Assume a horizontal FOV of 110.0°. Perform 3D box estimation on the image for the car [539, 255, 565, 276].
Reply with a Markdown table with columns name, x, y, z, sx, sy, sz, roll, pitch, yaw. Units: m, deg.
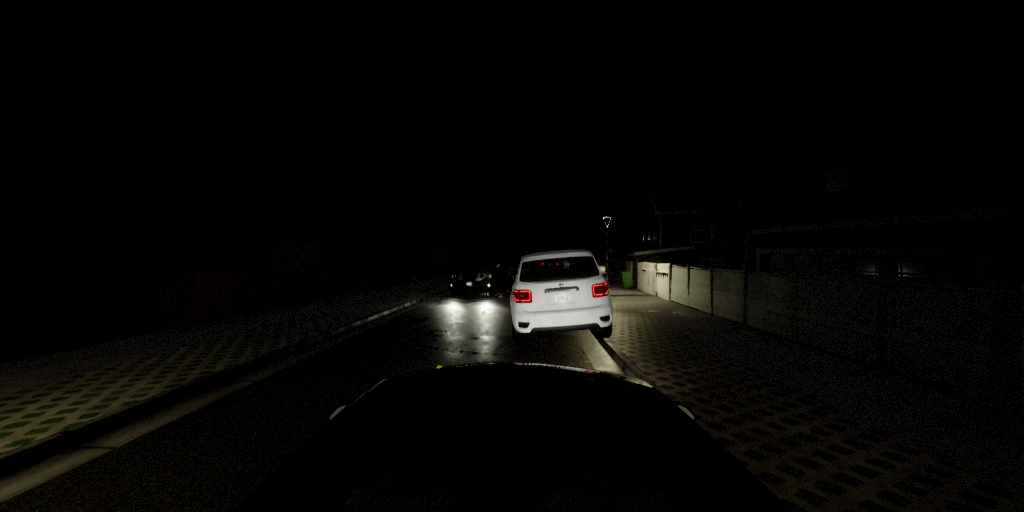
| name | x | y | z | sx | sy | sz | roll | pitch | yaw |
| --- | --- | --- | --- | --- | --- | --- | --- | --- | --- |
| car | 4.354 | 0.971 | 38.556 | 2.150 | 2.045 | 5.566 | 0 | 0 | 13 |

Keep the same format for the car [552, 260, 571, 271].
| name | x | y | z | sx | sy | sz | roll | pitch | yaw |
| --- | --- | --- | --- | --- | --- | --- | --- | --- | --- |
| car | 6.845 | 1.281 | 48.950 | 1.812 | 1.442 | 4.674 | 0 | 0 | 17 |

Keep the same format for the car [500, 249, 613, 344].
| name | x | y | z | sx | sy | sz | roll | pitch | yaw |
| --- | --- | --- | --- | --- | --- | --- | --- | --- | --- |
| car | 1.135 | 0.897 | 9.645 | 2.150 | 2.045 | 5.566 | -5 | 0 | 3 |

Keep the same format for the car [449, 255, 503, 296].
| name | x | y | z | sx | sy | sz | roll | pitch | yaw |
| --- | --- | --- | --- | --- | --- | --- | --- | --- | --- |
| car | -1.732 | 0.964 | 19.681 | 2.150 | 2.045 | 5.566 | 0 | 0 | 6 |
